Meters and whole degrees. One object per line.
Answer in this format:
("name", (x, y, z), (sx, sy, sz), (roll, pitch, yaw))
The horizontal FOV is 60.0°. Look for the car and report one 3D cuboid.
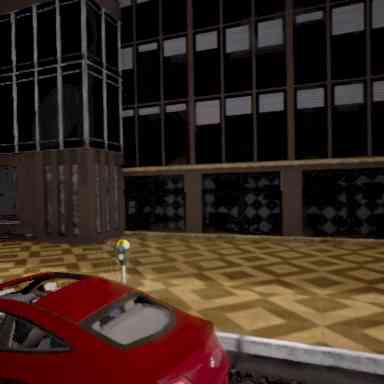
("car", (-1.736, 1.558, 3.492), (4.206, 1.307, 1.802), (-1, 1, 21))
